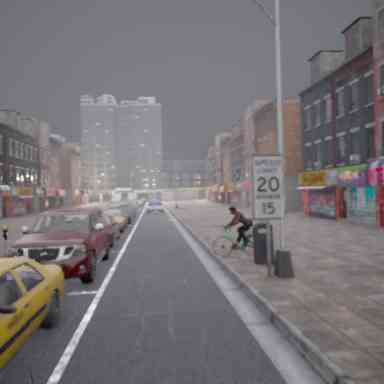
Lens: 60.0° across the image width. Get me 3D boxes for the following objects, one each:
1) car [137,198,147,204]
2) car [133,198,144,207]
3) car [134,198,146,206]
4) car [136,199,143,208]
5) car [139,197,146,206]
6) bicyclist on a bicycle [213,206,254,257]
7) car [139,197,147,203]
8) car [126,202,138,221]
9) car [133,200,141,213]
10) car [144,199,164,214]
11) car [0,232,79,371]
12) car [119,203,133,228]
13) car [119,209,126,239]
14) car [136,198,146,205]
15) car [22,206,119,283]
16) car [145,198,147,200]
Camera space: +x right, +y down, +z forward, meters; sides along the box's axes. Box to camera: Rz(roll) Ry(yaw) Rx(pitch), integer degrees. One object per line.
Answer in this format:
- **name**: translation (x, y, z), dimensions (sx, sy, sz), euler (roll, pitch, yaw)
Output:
- **car**: translation (-11.279, 2.001, 75.020), dimensions (1.947, 1.339, 4.313), euler (-2, 0, -7)
- **car**: translation (-9.359, 1.880, 58.606), dimensions (1.752, 1.417, 4.829), euler (-2, 0, -7)
- **car**: translation (-10.012, 1.948, 64.190), dimensions (1.947, 1.339, 4.313), euler (-2, 0, -7)
- **car**: translation (-6.843, 1.798, 37.114), dimensions (2.008, 1.369, 4.403), euler (-2, 0, -7)
- **car**: translation (-8.745, 1.879, 53.360), dimensions (2.008, 1.369, 4.403), euler (-2, 0, -7)
- **bicyclist on a bicycle**: translation (1.468, 1.280, 10.717), dimensions (1.656, 1.620, 0.582), euler (-1, 0, -7)
- **car**: translation (-12.547, 2.054, 85.850), dimensions (1.947, 1.339, 4.313), euler (-2, 0, -7)
- **car**: translation (-5.575, 1.759, 26.284), dimensions (1.947, 1.339, 4.313), euler (-2, 0, -7)
- **car**: translation (-6.209, 1.786, 31.699), dimensions (1.947, 1.339, 4.313), euler (-2, 0, -7)
- **car**: translation (-4.228, 1.781, 38.304), dimensions (1.895, 1.301, 4.718), euler (-2, 0, -7)
- **car**: translation (-3.022, 1.613, 4.455), dimensions (1.752, 1.417, 4.829), euler (-2, 0, -7)
- **car**: translation (-4.923, 1.691, 20.700), dimensions (1.752, 1.417, 4.829), euler (-2, 0, -7)
- **car**: translation (-4.307, 1.722, 15.454), dimensions (1.802, 1.307, 4.206), euler (-2, 0, -7)
- **car**: translation (-10.645, 1.991, 69.605), dimensions (1.802, 1.307, 4.206), euler (-2, 0, -7)
- **car**: translation (-3.681, 1.429, 10.039), dimensions (2.192, 1.841, 5.009), euler (-2, 0, -7)
- **car**: translation (-5.464, 1.711, 48.841), dimensions (1.882, 1.535, 5.008), euler (-2, 0, -7)
